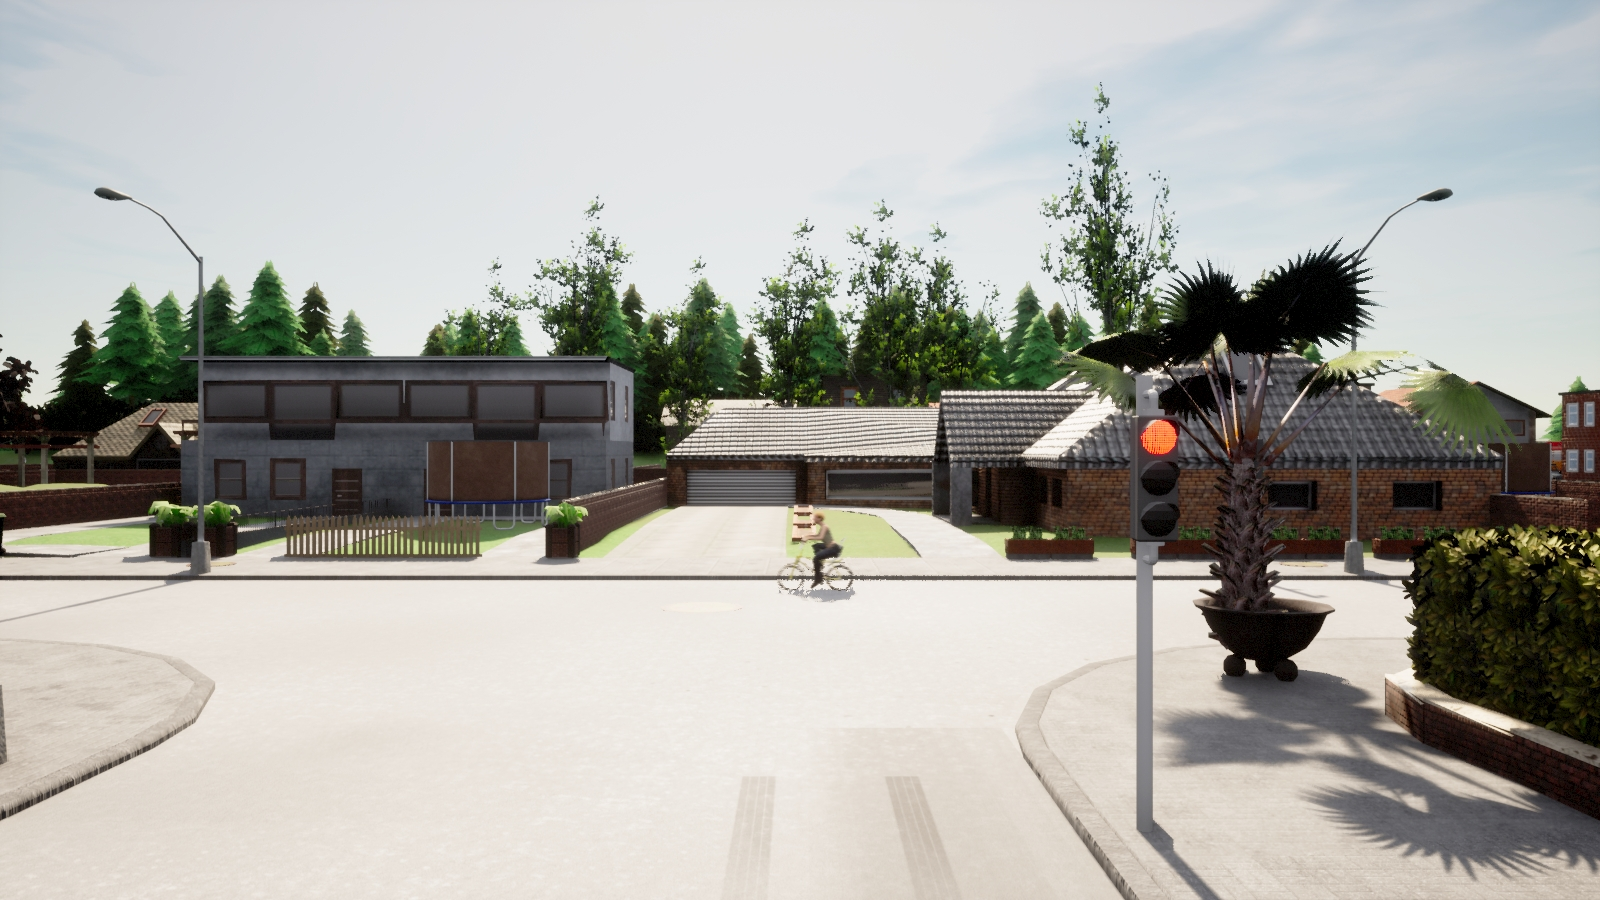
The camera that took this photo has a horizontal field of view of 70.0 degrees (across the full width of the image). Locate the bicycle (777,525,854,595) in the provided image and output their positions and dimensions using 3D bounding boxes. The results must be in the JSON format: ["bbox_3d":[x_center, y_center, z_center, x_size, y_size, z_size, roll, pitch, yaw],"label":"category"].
[{"bbox_3d":[0.300,2.149,22.444,1.487,1.276,0.859,0,0,0],"label":"bicycle"}]
